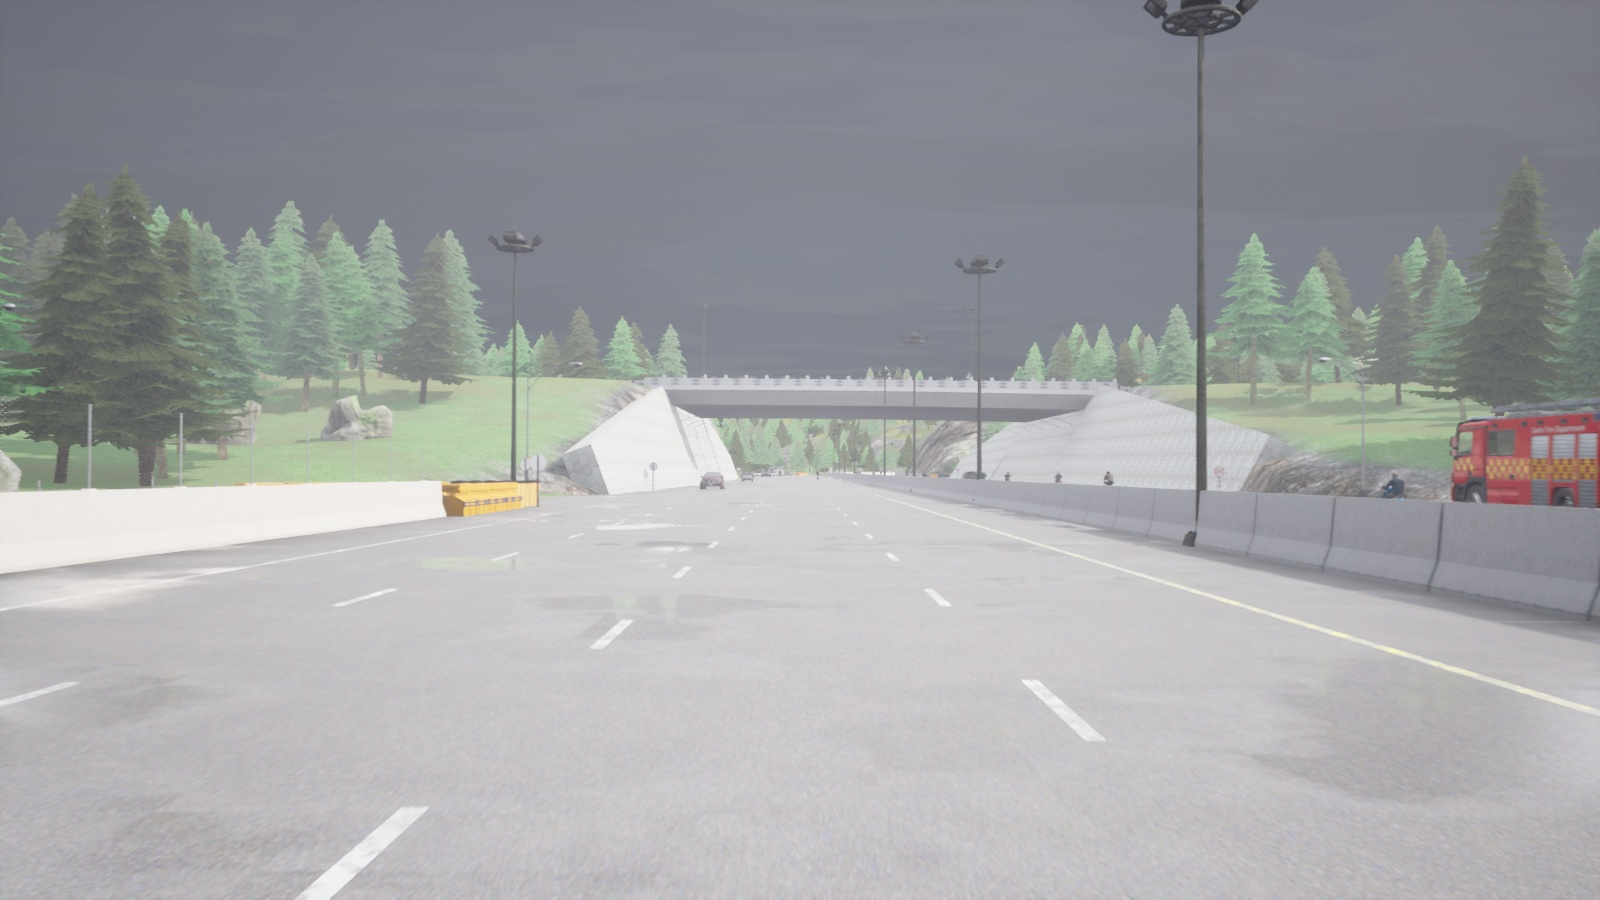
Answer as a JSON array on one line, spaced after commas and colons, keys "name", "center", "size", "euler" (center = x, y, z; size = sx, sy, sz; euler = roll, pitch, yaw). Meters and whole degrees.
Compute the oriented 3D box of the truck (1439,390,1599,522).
[{"name": "truck", "center": [24.392, 0.235, 40.803], "size": [2.891, 3.827, 8.468], "euler": [0, -1, 0]}]
